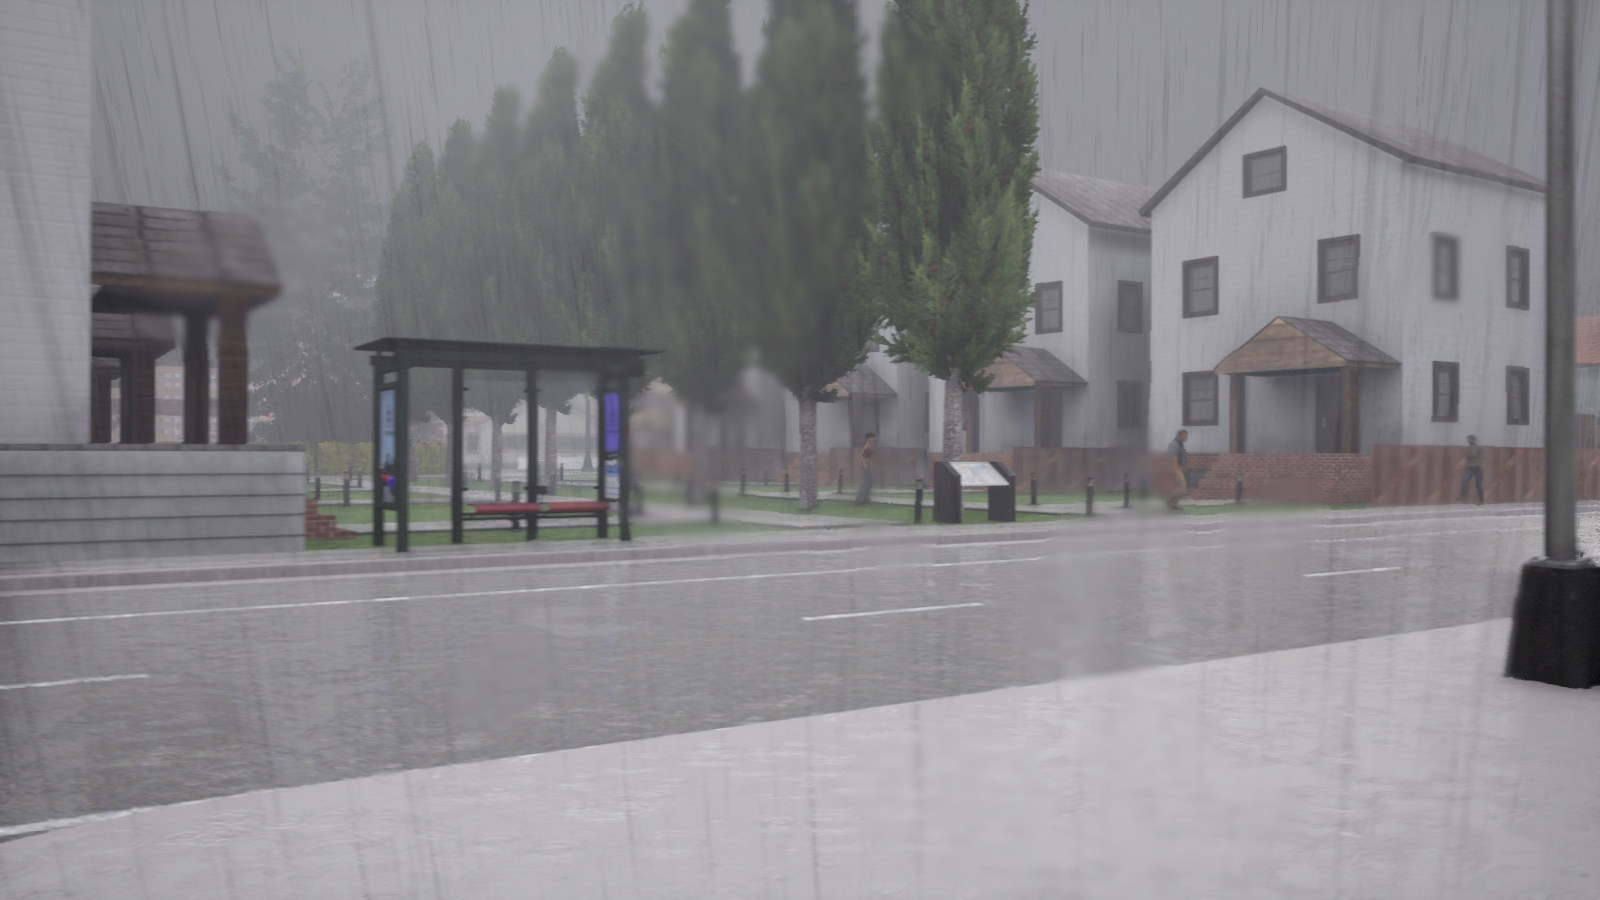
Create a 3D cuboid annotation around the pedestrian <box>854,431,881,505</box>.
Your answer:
[{"bbox_3d":[1.686,0.441,31.209,0.594,1.836,0.345,0,0,20],"label":"pedestrian"}]

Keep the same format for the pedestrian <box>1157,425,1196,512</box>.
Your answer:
[{"bbox_3d":[8.122,0.395,27.118,0.694,1.848,0.540,0,0,30],"label":"pedestrian"}]

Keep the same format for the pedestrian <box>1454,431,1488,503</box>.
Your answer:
[{"bbox_3d":[17.007,0.438,31.841,0.869,1.805,0.328,0,0,-28],"label":"pedestrian"}]
